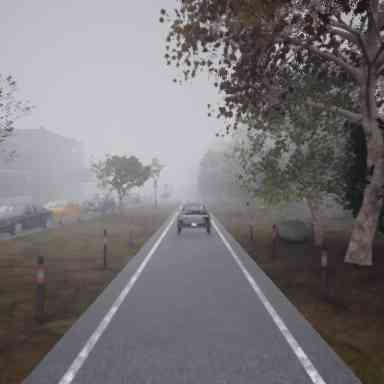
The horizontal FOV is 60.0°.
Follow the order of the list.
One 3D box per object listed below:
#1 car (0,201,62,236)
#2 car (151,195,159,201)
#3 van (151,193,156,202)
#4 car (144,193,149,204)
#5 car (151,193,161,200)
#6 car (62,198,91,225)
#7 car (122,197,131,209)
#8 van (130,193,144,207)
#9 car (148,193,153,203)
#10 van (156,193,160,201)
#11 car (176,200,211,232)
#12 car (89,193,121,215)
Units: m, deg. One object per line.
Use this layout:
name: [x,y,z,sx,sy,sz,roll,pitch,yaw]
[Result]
car: [-9.024,1.336,17.301,2.097,1.535,5.008,0,0,2]
car: [-9.851,1.556,89.345,2.002,1.452,4.674,1,-1,-5]
van: [-9.076,1.235,68.158,1.878,1.987,4.442,0,-1,-2]
car: [-9.062,1.425,56.134,2.231,1.521,4.892,0,-1,-2]
car: [-10.374,1.274,94.883,2.435,2.045,5.566,1,-1,-9]
car: [-9.030,1.335,22.849,2.097,1.535,5.008,0,0,2]
car: [-9.046,1.435,39.477,2.002,1.452,4.674,0,0,0]
van: [-9.062,1.204,50.449,1.878,1.987,4.442,0,0,2]
car: [-9.067,1.471,61.645,2.163,1.488,4.792,0,-1,-2]
van: [-9.239,1.262,78.108,1.878,1.987,4.442,0,-1,-2]
car: [0.104,1.469,19.724,2.128,1.511,4.902,0,0,0]
car: [-9.039,1.138,32.733,2.435,2.045,5.566,0,0,1]
